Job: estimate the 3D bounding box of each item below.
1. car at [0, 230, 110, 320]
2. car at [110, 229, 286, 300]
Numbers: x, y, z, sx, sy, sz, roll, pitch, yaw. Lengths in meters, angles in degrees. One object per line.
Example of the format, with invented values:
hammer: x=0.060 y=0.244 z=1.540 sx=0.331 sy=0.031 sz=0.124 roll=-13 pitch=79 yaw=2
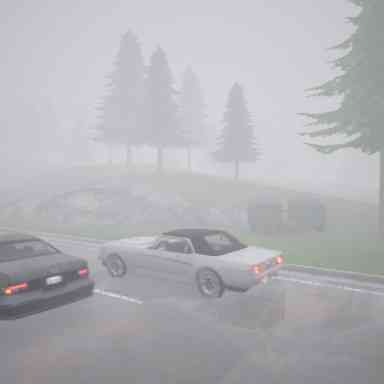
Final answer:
car: x=-4.390 y=1.547 z=7.122 sx=5.357 sy=1.411 sz=2.033 roll=0 pitch=0 yaw=35
car: x=-0.221 y=1.600 z=8.449 sx=4.718 sy=1.301 sz=1.895 roll=0 pitch=0 yaw=35
